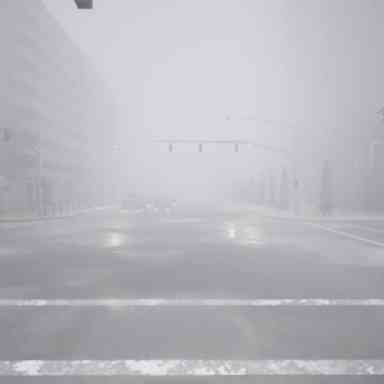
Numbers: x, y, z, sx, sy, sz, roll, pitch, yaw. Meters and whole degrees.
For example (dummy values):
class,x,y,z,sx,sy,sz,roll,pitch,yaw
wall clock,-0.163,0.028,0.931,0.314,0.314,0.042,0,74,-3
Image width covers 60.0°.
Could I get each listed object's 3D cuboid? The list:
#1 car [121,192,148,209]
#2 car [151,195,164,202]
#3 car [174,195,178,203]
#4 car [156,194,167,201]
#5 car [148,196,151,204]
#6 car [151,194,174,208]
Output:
class,x,y,z,sx,sy,sz,roll,pitch,yaw
car,-7.370,1.050,41.874,2.150,2.045,5.566,0,1,0
car,-6.934,1.276,68.042,2.033,1.411,5.357,0,0,1
car,-3.595,1.322,60.318,1.994,1.385,4.181,0,0,1
car,-6.837,1.200,75.349,1.837,1.490,4.892,0,0,1
car,-7.114,1.351,53.351,1.994,1.385,4.181,0,0,1
car,-3.843,1.330,43.644,1.837,1.490,4.892,0,0,1
